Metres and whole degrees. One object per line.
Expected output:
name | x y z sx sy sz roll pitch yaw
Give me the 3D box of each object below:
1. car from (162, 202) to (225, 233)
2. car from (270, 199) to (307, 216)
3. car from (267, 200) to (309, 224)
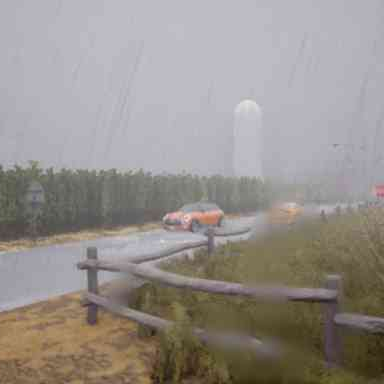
car | 0.170 1.475 20.819 2.097 1.767 4.553 -1 0 36
car | 10.020 1.550 34.423 2.128 1.511 4.902 -1 0 36
car | 7.336 1.550 25.152 1.882 1.535 5.008 -1 0 35
